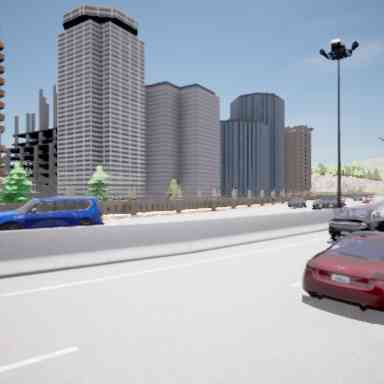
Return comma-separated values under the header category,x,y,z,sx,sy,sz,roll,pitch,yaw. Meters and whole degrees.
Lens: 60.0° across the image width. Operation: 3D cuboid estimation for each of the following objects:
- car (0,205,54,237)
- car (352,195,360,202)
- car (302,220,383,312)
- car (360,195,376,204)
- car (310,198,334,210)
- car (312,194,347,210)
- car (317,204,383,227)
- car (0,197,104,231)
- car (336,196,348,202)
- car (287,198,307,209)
category,x,y,z,sx,sy,sz,roll,pitch,yaw
car,-10.434,1.559,18.224,5.008,1.535,1.882,0,0,-38
car,40.247,1.570,80.767,1.882,1.535,5.008,0,0,33
car,4.306,1.579,7.461,4.181,1.385,1.994,0,0,-40
car,36.348,1.473,68.200,2.097,1.767,4.553,0,0,33
car,18.330,1.653,46.727,2.033,1.411,5.357,0,0,33
car,14.507,1.295,34.519,2.150,2.045,5.566,0,0,35
car,8.178,1.524,15.760,4.902,1.511,2.128,0,0,-45
car,-7.137,1.290,16.320,5.566,2.045,2.150,0,0,-39
car,37.285,1.700,82.630,1.895,1.301,4.718,0,0,33
car,15.373,1.622,48.596,1.837,1.490,4.892,0,0,33
